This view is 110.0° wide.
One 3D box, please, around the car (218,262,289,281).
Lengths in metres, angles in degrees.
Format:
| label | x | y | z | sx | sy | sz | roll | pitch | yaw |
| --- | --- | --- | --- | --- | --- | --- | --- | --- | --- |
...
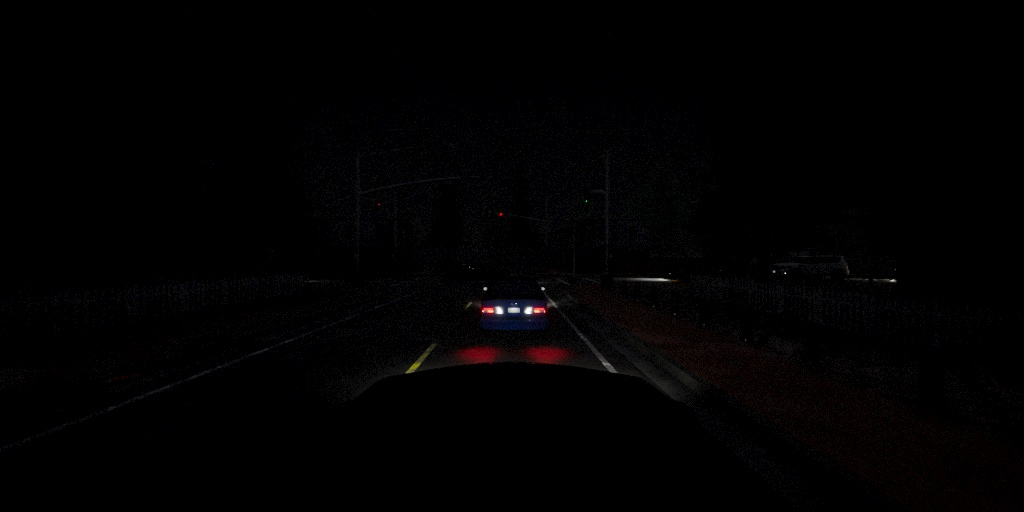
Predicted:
| label | x | y | z | sx | sy | sz | roll | pitch | yaw |
| --- | --- | --- | --- | --- | --- | --- | --- | --- | --- |
| car | -19.686 | 1.238 | 27.515 | 4.892 | 1.490 | 1.837 | 1 | 0 | 2 |

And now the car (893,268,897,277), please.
| label | x | y | z | sx | sy | sz | roll | pitch | yaw |
| --- | --- | --- | --- | --- | --- | --- | --- | --- | --- |
| car | 34.524 | 1.087 | 29.607 | 4.553 | 1.767 | 2.097 | 0 | 0 | 2 |

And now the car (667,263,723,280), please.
| label | x | y | z | sx | sy | sz | roll | pitch | yaw |
| --- | --- | --- | --- | --- | --- | --- | --- | --- | --- |
| car | 15.313 | 1.299 | 30.194 | 4.181 | 1.385 | 1.994 | 0 | 0 | 2 |

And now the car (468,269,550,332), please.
| label | x | y | z | sx | sy | sz | roll | pitch | yaw |
| --- | --- | --- | --- | --- | --- | --- | --- | --- | --- |
| car | 0.062 | 1.297 | 10.777 | 2.033 | 1.411 | 5.357 | 0 | 0 | 0 |

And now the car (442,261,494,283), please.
| label | x | y | z | sx | sy | sz | roll | pitch | yaw |
| --- | --- | --- | --- | --- | --- | --- | --- | --- | --- |
| car | -2.475 | 1.284 | 27.007 | 5.357 | 1.411 | 2.033 | 0 | 0 | 2 |

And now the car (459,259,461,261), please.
| label | x | y | z | sx | sy | sz | roll | pitch | yaw |
| --- | --- | --- | --- | --- | --- | --- | --- | --- | --- |
| car | -6.519 | 1.263 | 55.194 | 2.033 | 1.411 | 5.357 | 0 | 0 | -14 |

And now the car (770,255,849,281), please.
| label | x | y | z | sx | sy | sz | roll | pitch | yaw |
| --- | --- | --- | --- | --- | --- | --- | --- | --- | --- |
| car | 24.678 | 0.956 | 29.915 | 5.566 | 2.045 | 2.150 | 0 | 0 | 1 |
